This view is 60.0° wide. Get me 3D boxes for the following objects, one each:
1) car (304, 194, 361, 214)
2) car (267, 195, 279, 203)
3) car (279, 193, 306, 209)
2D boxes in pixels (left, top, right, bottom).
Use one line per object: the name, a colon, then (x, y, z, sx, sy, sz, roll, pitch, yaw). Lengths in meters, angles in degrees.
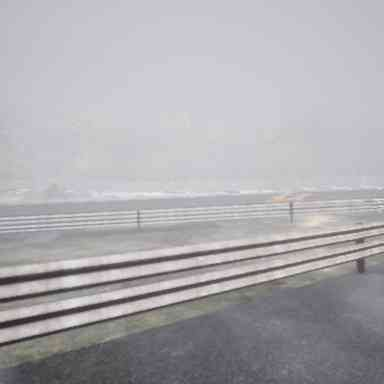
car: (12.197, 1.036, 28.375, 4.181, 1.385, 1.994, -2, 1, -13)
car: (10.465, 0.888, 35.160, 5.008, 1.535, 1.882, -2, 1, -13)
car: (11.321, 0.919, 31.765, 5.008, 1.535, 1.882, -2, 1, -13)
